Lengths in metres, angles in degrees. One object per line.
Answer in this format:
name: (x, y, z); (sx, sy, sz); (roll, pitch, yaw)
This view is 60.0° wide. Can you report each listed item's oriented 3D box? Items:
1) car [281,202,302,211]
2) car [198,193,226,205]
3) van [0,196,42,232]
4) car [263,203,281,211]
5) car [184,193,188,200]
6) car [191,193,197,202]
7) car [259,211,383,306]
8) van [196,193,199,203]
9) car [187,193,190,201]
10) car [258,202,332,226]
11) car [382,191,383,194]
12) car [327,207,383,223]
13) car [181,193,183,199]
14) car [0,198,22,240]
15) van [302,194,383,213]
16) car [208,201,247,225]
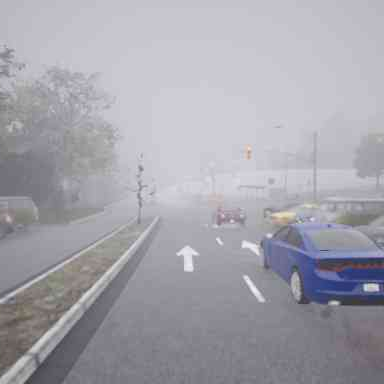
car: (7.453, 1.330, 17.816); (4.553, 1.767, 2.185); (1, 0, -22)
car: (4.164, 1.481, 61.541); (4.553, 1.767, 2.185); (0, 0, -27)
van: (-10.830, 1.261, 18.590); (4.442, 1.987, 1.878); (-1, 0, -22)
car: (7.129, 1.446, 20.752); (5.366, 1.575, 1.946); (1, 0, -23)
car: (1.804, 1.307, 79.450); (5.566, 2.045, 2.435); (0, 0, -28)
car: (3.404, 1.338, 67.507); (5.566, 2.045, 2.435); (1, 0, -28)
car: (2.988, 1.467, 8.096); (1.882, 1.535, 5.008); (0, 0, -1)
van: (3.718, 1.371, 64.485); (4.442, 1.987, 1.878); (0, 0, -28)
car: (2.360, 1.564, 76.550); (5.366, 1.575, 1.946); (0, 0, -28)
car: (7.345, 1.483, 23.805); (4.792, 1.488, 2.163); (1, 0, -23)
car: (22.601, 0.171, 35.206); (2.002, 1.452, 4.674); (-6, 4, -27)
car: (7.616, 1.464, 11.767); (4.892, 1.521, 2.231); (1, 0, -22)
car: (0.065, 1.412, 91.308); (4.553, 1.767, 2.185); (1, 0, -28)
car: (-10.790, 1.365, 15.596); (4.553, 1.767, 2.185); (-1, 0, -22)
van: (7.421, 1.232, 14.741); (4.442, 1.987, 1.878); (1, 0, -22)
car: (2.470, 1.573, 23.451); (1.895, 1.301, 4.718); (0, 0, -3)
